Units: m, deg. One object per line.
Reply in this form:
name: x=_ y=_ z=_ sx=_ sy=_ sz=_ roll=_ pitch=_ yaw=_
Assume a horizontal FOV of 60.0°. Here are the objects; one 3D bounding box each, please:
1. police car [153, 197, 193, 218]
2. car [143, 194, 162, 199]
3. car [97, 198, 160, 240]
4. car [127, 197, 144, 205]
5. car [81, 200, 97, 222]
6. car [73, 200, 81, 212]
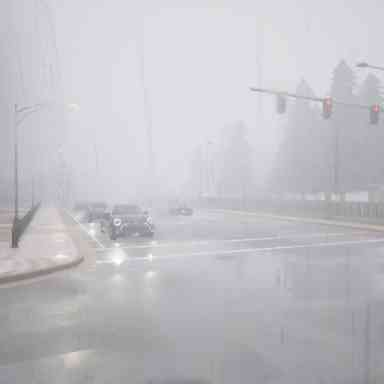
police car: x=-1.723 y=1.548 z=31.299 sx=2.038 sy=1.542 sz=4.974 roll=0 pitch=0 yaw=-23
car: x=-5.972 y=1.256 z=49.997 sx=2.150 sy=2.045 sz=5.566 roll=0 pitch=0 yaw=-23
car: x=-3.502 y=1.401 z=17.558 sx=2.097 sy=1.767 sz=4.553 roll=0 pitch=0 yaw=-23
car: x=-10.245 y=1.637 z=59.733 sx=1.895 sy=1.301 sz=4.718 roll=0 pitch=0 yaw=-23
car: x=-7.603 y=1.554 z=27.014 sx=1.837 sy=1.490 sz=4.892 roll=0 pitch=0 yaw=-24
car: x=-12.867 y=1.652 z=39.172 sx=1.895 sy=1.301 sz=4.718 roll=0 pitch=0 yaw=-23
